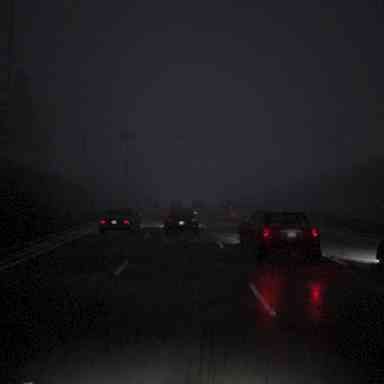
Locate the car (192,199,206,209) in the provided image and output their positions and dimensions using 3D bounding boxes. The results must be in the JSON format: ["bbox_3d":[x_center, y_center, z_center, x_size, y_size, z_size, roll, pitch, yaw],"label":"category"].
[{"bbox_3d":[0.994,1.761,50.260,1.994,1.385,4.181,0,0,-4],"label":"car"}]

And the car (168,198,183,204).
[{"bbox_3d":[-2.357,1.667,47.801,2.128,1.511,4.902,0,0,-4],"label":"car"}]

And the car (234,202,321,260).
[{"bbox_3d":[3.134,1.414,12.827,2.097,1.767,4.553,0,0,-2],"label":"car"}]

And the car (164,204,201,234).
[{"bbox_3d":[-0.659,1.638,19.834,1.994,1.385,4.181,0,0,-3],"label":"car"}]

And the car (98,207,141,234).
[{"bbox_3d":[-4.112,1.606,19.526,2.033,1.411,5.357,0,0,-3],"label":"car"}]

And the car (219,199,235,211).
[{"bbox_3d":[4.863,1.697,44.692,1.837,1.490,4.892,0,0,-4],"label":"car"}]

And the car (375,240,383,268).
[{"bbox_3d":[6.778,1.625,8.721,1.994,1.385,4.181,0,0,-2],"label":"car"}]

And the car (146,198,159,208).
[{"bbox_3d":[-6.062,1.677,50.908,1.837,1.490,4.892,0,0,-4],"label":"car"}]
